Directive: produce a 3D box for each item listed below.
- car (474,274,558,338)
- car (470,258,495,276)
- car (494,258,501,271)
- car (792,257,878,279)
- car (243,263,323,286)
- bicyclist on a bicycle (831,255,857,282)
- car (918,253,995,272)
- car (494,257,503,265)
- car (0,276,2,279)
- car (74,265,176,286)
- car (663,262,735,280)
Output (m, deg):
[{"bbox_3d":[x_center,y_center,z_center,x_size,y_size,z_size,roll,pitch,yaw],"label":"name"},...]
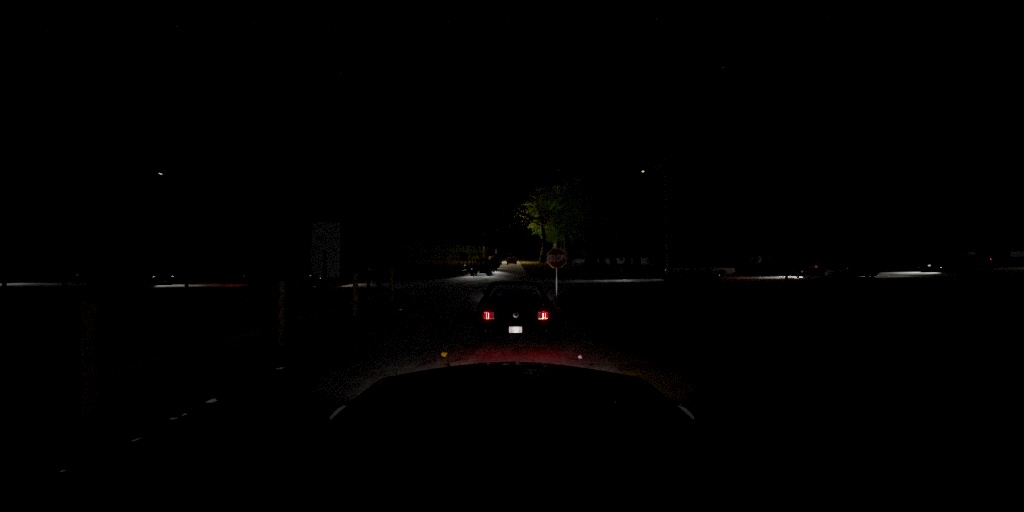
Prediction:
[{"bbox_3d":[0.082,1.352,10.187,1.895,1.301,4.718,0,0,0],"label":"car"},{"bbox_3d":[-3.101,1.248,36.667,1.812,1.442,4.674,0,0,3],"label":"car"},{"bbox_3d":[-2.929,1.261,48.368,1.895,1.301,4.718,0,0,0],"label":"car"},{"bbox_3d":[22.167,0.790,24.554,4.674,1.442,1.812,-2,-1,0],"label":"car"},{"bbox_3d":[-15.416,1.252,24.322,4.892,1.490,1.837,0,-1,1],"label":"car"},{"bbox_3d":[19.855,0.746,21.505,0.582,1.620,1.656,-1,-1,0],"label":"bicyclist on a bicycle"},{"bbox_3d":[34.027,0.477,27.562,4.181,1.385,1.994,-2,-1,-1],"label":"car"},{"bbox_3d":[-2.919,1.119,58.786,2.033,1.411,5.357,0,1,1],"label":"car"},{"bbox_3d":[-37.877,1.126,24.270,4.892,1.490,1.837,2,-1,0],"label":"car"},{"bbox_3d":[-26.151,1.288,24.313,5.357,1.411,2.033,0,-1,0],"label":"car"},{"bbox_3d":[14.194,1.122,27.459,4.718,1.301,1.895,-1,-1,0],"label":"car"}]
